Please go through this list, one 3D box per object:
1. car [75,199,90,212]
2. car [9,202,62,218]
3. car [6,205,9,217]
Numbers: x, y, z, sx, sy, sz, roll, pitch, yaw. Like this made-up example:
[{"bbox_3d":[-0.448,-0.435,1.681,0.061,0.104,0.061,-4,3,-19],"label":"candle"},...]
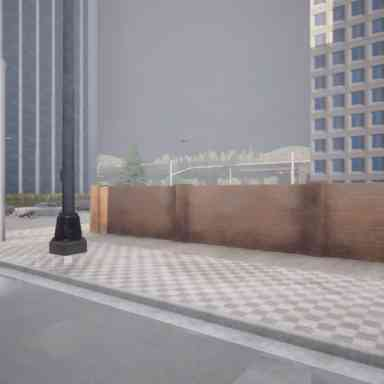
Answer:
[{"bbox_3d":[-12.396,1.547,37.480,2.033,1.411,5.357,0,0,35],"label":"car"},{"bbox_3d":[-13.404,1.601,29.944,1.895,1.301,4.718,0,0,35],"label":"car"},{"bbox_3d":[-18.207,1.547,29.251,2.033,1.411,5.357,0,0,32],"label":"car"}]
